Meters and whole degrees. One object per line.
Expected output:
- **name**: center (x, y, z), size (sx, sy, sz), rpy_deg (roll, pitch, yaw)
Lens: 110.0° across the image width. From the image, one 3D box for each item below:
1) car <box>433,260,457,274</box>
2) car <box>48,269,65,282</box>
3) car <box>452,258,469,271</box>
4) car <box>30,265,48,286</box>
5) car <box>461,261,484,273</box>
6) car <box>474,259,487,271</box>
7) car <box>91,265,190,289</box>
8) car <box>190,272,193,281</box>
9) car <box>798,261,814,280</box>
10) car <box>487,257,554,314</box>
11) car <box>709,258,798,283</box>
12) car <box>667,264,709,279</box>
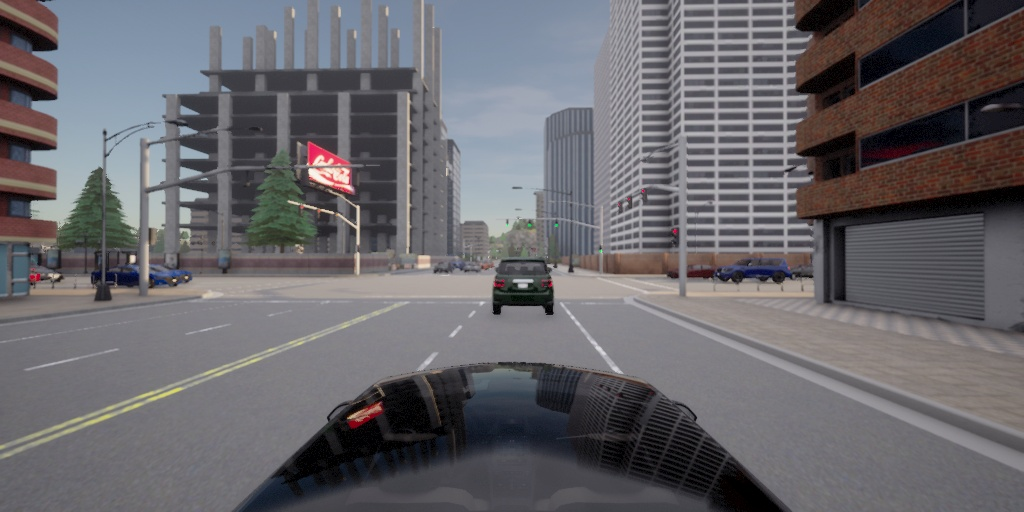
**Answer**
- **car**: center (-9.119, 1.582, 47.921), size (1.837, 1.490, 4.892), rpy_deg (0, 0, 2)
- **car**: center (-37.915, 1.410, 27.924), size (4.902, 1.511, 2.128), rpy_deg (0, 0, 2)
- **car**: center (-8.784, 1.369, 57.772), size (2.150, 2.045, 5.566), rpy_deg (0, 0, 0)
- **car**: center (-35.815, 1.116, 24.362), size (5.566, 2.045, 2.150), rpy_deg (0, 0, 1)
- **car**: center (-5.528, 1.699, 50.573), size (1.895, 1.301, 4.718), rpy_deg (0, 0, 2)
- **car**: center (-5.173, 1.522, 60.676), size (2.097, 1.767, 4.553), rpy_deg (0, 0, 2)
- **car**: center (-25.085, 1.375, 24.062), size (5.008, 1.535, 1.882), rpy_deg (0, 0, 2)
- **car**: center (-27.519, 1.399, 27.631), size (5.008, 1.535, 1.882), rpy_deg (0, 0, 2)
- **car**: center (27.074, 1.482, 33.311), size (4.902, 1.511, 2.128), rpy_deg (0, 0, 2)
- **car**: center (0.454, 1.065, 14.350), size (2.150, 2.045, 5.566), rpy_deg (0, 0, 2)
- **car**: center (20.075, 1.185, 30.019), size (5.566, 2.045, 2.150), rpy_deg (0, 0, 1)
- **car**: center (17.142, 1.465, 33.597), size (5.008, 1.535, 1.882), rpy_deg (0, 0, 2)
